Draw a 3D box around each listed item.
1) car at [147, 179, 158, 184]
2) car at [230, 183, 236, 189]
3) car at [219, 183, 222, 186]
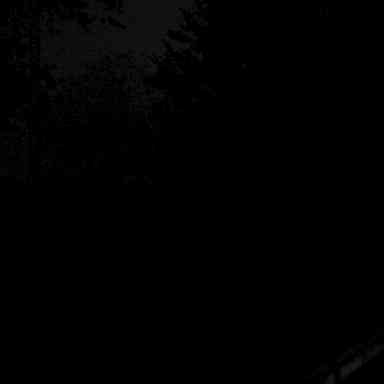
[{"bbox_3d":[-9.741,-2.841,92.487,1.946,1.575,5.366,4,1,26],"label":"car"},{"bbox_3d":[10.284,-1.352,83.010,1.946,1.575,5.366,5,2,26],"label":"car"},{"bbox_3d":[7.724,-1.544,84.061,2.231,1.521,4.892,5,2,26],"label":"car"}]
